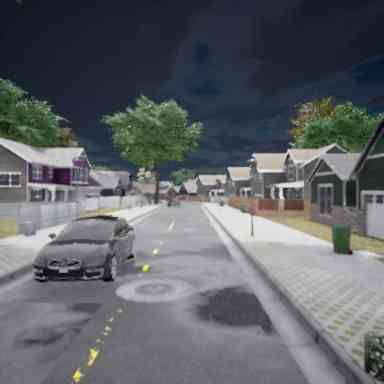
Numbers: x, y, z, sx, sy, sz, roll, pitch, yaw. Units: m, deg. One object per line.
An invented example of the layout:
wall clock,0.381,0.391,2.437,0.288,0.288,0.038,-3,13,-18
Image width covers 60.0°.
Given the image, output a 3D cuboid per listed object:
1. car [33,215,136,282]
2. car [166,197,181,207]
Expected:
car,-2.841,1.490,9.785,1.837,1.490,4.892,0,0,0
car,-2.788,1.561,51.200,1.837,1.490,4.892,0,0,0
